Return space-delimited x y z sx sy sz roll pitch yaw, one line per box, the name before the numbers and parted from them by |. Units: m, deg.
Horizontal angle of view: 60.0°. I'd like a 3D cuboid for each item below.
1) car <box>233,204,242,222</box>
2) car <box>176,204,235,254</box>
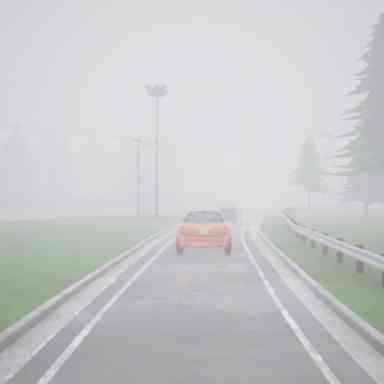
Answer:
car | 3.154 1.756 29.007 1.882 1.535 5.008 0 0 16
car | 0.582 1.487 14.277 2.097 1.767 4.553 0 -1 5
